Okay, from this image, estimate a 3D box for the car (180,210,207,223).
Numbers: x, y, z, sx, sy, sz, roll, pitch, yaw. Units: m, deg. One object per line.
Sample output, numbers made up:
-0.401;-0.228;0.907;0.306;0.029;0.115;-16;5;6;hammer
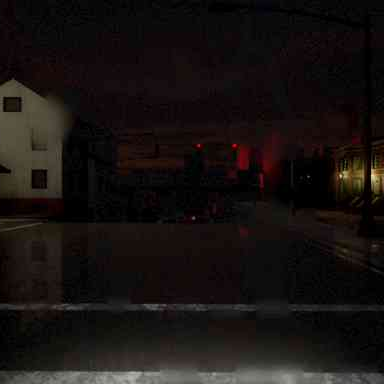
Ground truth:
0.071;3.302;35.852;2.150;2.045;5.566;-1;-13;-1;car
